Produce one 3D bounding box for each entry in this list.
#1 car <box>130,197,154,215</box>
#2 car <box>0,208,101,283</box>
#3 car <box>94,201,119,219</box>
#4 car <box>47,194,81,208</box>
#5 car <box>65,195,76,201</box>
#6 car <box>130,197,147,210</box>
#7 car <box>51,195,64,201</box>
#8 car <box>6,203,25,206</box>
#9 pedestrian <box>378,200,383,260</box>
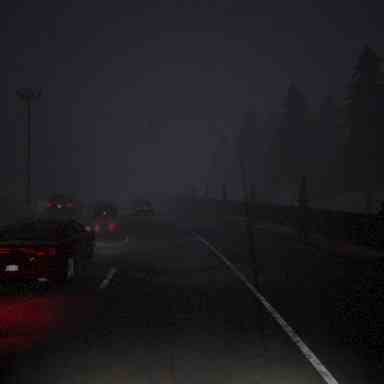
[{"bbox_3d":[-4.903,1.548,33.727,2.033,1.411,5.357,0,0,-12],"label":"car"},{"bbox_3d":[-4.124,1.477,9.649,1.882,1.535,5.008,0,0,-6],"label":"car"},{"bbox_3d":[-7.487,1.491,29.006,2.128,1.511,4.902,0,0,-12],"label":"car"},{"bbox_3d":[-11.027,1.220,28.871,2.150,2.045,5.566,0,0,-12],"label":"car"},{"bbox_3d":[-29.509,1.521,80.968,1.812,1.442,4.674,0,0,-12],"label":"car"},{"bbox_3d":[-7.173,1.478,44.281,1.882,1.535,5.008,0,0,-12],"label":"car"},{"bbox_3d":[-33.546,1.518,83.081,2.128,1.511,4.902,0,0,-12],"label":"car"},{"bbox_3d":[-20.874,1.564,40.465,1.994,1.385,4.181,0,0,-12],"label":"car"},{"bbox_3d":[5.900,1.141,10.122,0.375,1.860,0.375,0,0,-6],"label":"pedestrian"}]
